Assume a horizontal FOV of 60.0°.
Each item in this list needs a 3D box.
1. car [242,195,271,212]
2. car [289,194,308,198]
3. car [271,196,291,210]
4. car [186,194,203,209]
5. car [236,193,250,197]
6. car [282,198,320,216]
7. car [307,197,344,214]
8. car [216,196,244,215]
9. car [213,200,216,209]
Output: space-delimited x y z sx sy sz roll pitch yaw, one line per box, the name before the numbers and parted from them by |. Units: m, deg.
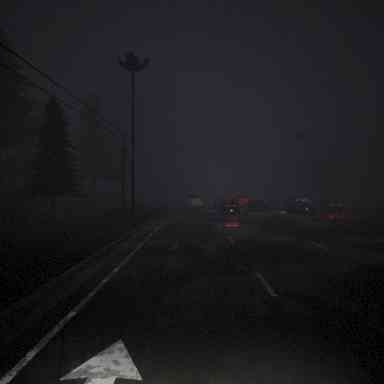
car | 7.312 1.484 38.303 1.882 1.535 5.008 0 0 1
car | 14.342 1.229 45.553 2.150 2.045 5.566 0 0 0
car | 10.818 1.555 43.272 2.033 1.411 5.357 0 0 0
car | 0.343 1.229 44.650 2.150 2.045 5.566 0 0 1
car | 7.351 1.230 48.316 2.150 2.045 5.566 0 0 1
car | 10.782 1.570 33.182 1.994 1.385 4.181 0 0 0
car | 14.294 1.498 35.305 2.128 1.511 4.902 0 0 0
car | 3.787 1.511 34.051 1.837 1.490 4.892 0 0 0
car | 3.823 1.555 44.434 2.033 1.411 5.357 0 0 1
